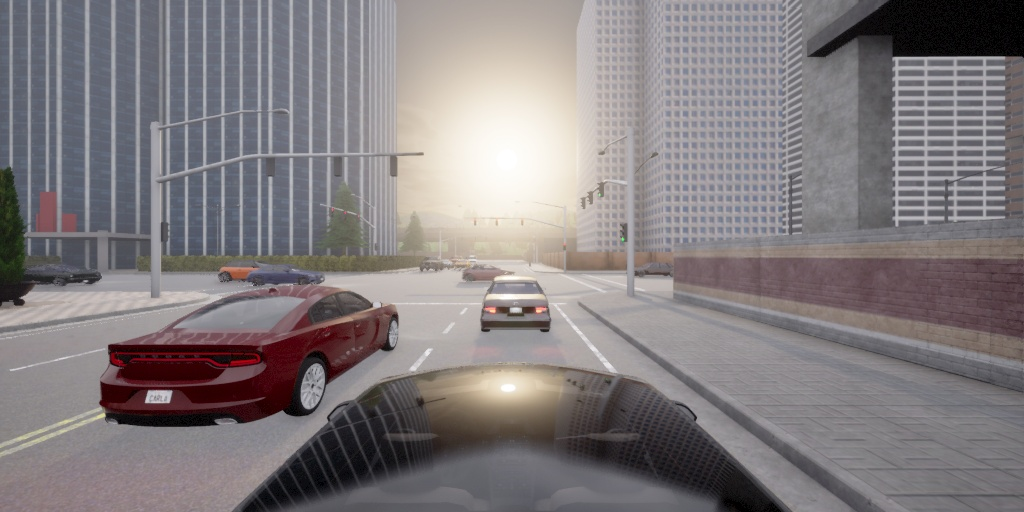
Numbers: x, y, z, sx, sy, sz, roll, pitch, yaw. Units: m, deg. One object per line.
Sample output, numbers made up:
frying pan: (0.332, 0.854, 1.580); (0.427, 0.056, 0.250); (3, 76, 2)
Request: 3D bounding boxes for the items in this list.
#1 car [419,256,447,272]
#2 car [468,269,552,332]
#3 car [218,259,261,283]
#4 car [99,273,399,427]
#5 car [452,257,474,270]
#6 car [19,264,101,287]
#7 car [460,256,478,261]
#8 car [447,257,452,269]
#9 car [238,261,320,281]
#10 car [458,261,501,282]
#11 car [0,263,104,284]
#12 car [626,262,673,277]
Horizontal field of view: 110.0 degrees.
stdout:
car: (-10.568, 0.972, 47.397); (2.150, 2.045, 5.566); (0, 0, 0)
car: (0.090, 1.297, 10.801); (2.033, 1.411, 5.357); (0, 0, 0)
car: (-19.421, 1.102, 27.240); (4.553, 1.767, 2.097); (0, 0, -1)
car: (-3.440, 1.228, 5.988); (1.882, 1.535, 5.008); (0, 0, 0)
car: (-7.061, 1.228, 52.003); (1.882, 1.535, 5.008); (0, 0, 0)
car: (-30.348, 1.351, 23.655); (4.718, 1.301, 1.895); (0, 0, 0)
car: (-7.028, 0.972, 61.844); (2.150, 2.045, 5.566); (0, 0, 0)
car: (-10.549, 1.276, 56.936); (1.812, 1.442, 4.674); (0, 0, 0)
car: (-14.950, 1.275, 23.787); (4.674, 1.442, 1.812); (0, 0, -1)
car: (-1.742, 1.314, 27.485); (4.181, 1.385, 1.994); (0, 0, -1)
car: (-34.722, 1.297, 27.133); (5.357, 1.411, 2.033); (0, 0, 0)
car: (13.914, 1.297, 34.780); (5.357, 1.411, 2.033); (0, 0, 0)
